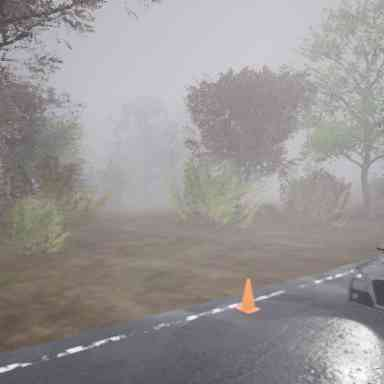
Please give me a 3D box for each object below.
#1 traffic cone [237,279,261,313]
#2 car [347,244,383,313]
[{"bbox_3d":[1.096,1.976,6.444,0.340,0.580,0.340,0,0,-37],"label":"traffic cone"},{"bbox_3d":[4.956,1.589,6.784,4.181,1.385,1.994,0,0,-39],"label":"car"}]
